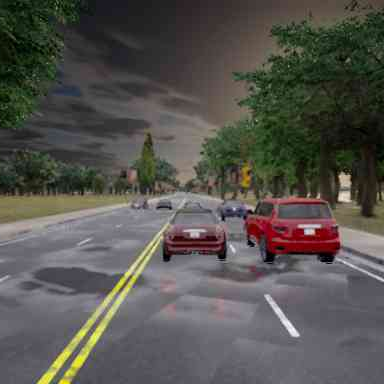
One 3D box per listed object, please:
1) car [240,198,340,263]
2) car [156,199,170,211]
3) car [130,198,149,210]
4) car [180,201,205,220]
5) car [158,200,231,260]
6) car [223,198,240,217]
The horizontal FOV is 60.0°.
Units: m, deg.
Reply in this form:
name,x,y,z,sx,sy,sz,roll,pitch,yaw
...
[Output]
name,x,y,z,sx,sy,sz,roll,pitch,yaw
car,3.329,1.223,12.084,2.150,2.045,5.566,0,0,0
car,-3.435,1.556,42.061,2.033,1.411,5.357,0,0,0
car,-6.685,1.500,42.682,2.128,1.511,4.902,0,0,0
car,0.044,1.570,28.744,1.994,1.385,4.181,0,0,0
car,0.077,1.356,12.553,2.097,1.767,4.553,0,0,0
car,3.293,1.358,27.851,2.097,1.767,4.553,0,0,0
